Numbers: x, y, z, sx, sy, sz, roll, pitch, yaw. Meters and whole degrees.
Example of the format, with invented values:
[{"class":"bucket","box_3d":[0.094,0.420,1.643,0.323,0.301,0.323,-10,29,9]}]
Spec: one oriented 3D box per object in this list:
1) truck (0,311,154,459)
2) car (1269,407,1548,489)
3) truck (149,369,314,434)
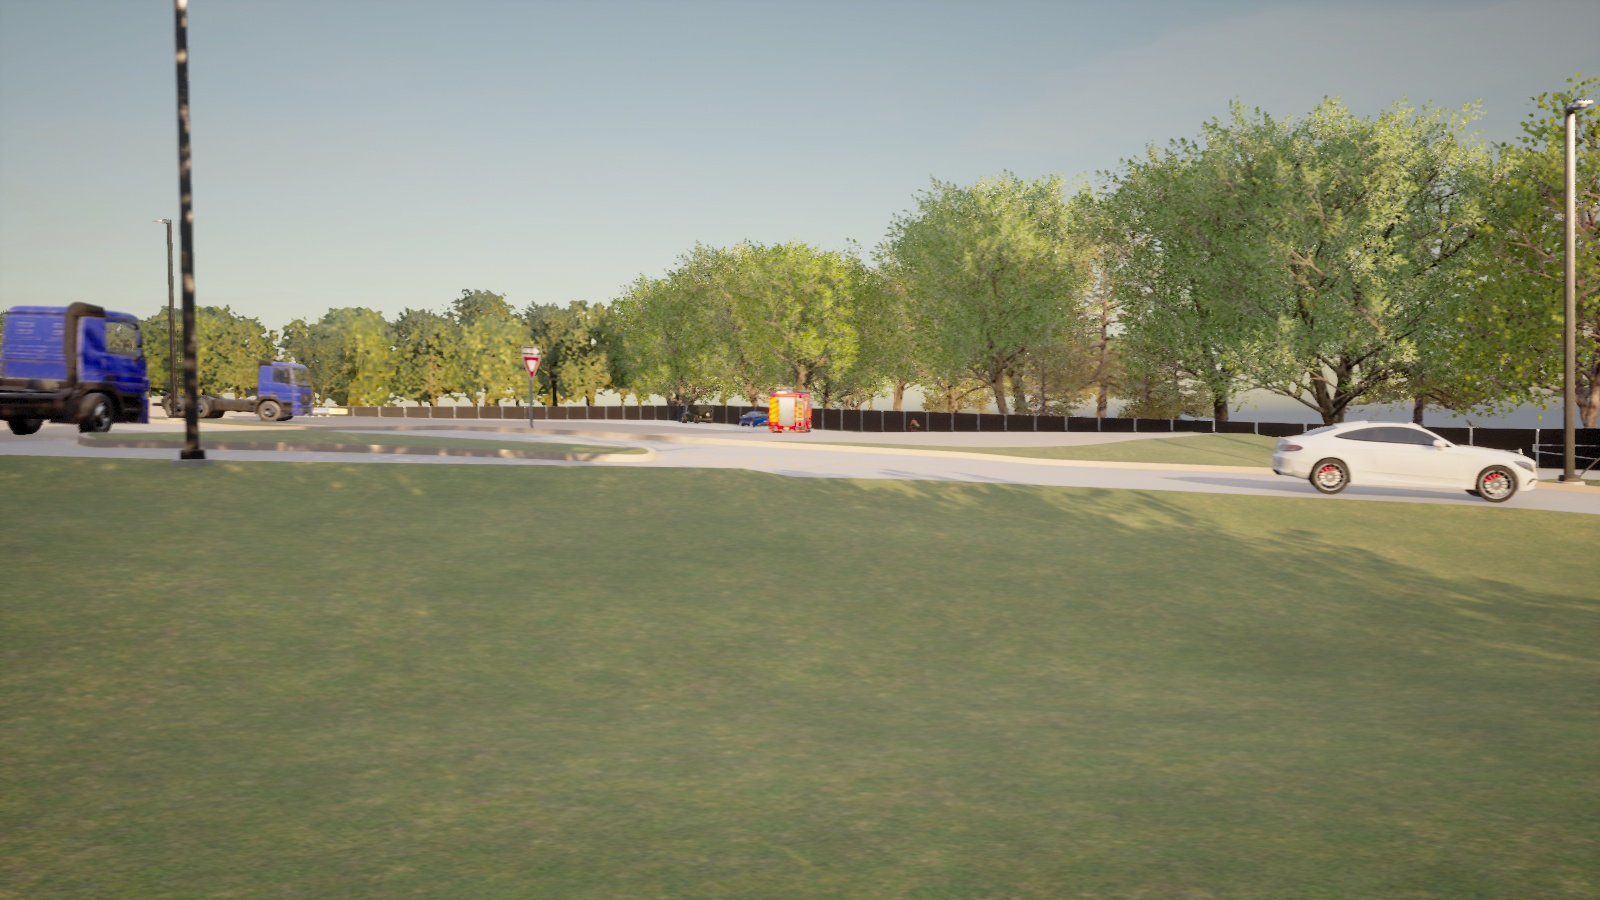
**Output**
[{"class":"truck","box_3d":[-19.968,-1.587,30.368,2.891,3.462,7.936,2,2,19]},{"class":"car","box_3d":[11.653,-0.088,24.424,4.674,1.442,1.812,1,2,19]},{"class":"truck","box_3d":[-32.010,-2.717,70.937,7.936,3.462,2.891,1,2,-5]}]
